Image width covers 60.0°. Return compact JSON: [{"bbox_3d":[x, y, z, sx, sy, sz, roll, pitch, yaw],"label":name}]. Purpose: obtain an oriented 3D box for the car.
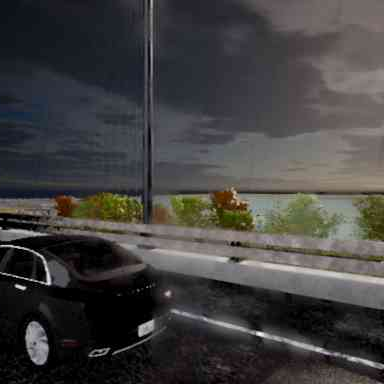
[{"bbox_3d":[-2.551,1.501,5.700,4.892,1.490,1.837,0,0,36],"label":"car"}]
